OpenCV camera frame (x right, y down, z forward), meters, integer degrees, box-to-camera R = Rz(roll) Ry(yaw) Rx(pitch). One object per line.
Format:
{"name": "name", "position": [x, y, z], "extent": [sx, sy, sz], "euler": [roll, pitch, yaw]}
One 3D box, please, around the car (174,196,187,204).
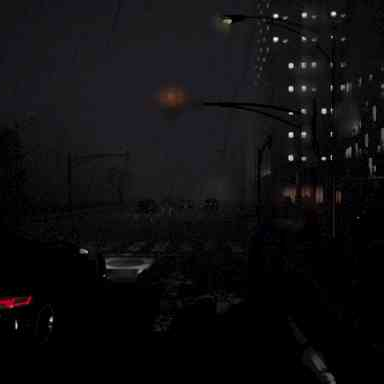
{"name": "car", "position": [-2.300, 1.547, 66.393], "extent": [2.033, 1.411, 5.357], "euler": [0, 0, 5]}

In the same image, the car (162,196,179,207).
{"name": "car", "position": [-3.584, 1.484, 51.103], "extent": [2.128, 1.511, 4.902], "euler": [0, 0, 5]}

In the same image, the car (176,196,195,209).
{"name": "car", "position": [-0.582, 1.594, 45.369], "extent": [1.895, 1.301, 4.718], "euler": [0, 0, 5]}

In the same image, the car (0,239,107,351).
{"name": "car", "position": [-3.024, 1.563, 6.236], "extent": [1.994, 1.385, 4.181], "euler": [0, 0, 1]}

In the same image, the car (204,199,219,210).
{"name": "car", "position": [2.442, 1.541, 42.365], "extent": [2.033, 1.411, 5.357], "euler": [0, 0, 4]}

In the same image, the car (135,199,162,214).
{"name": "car", "position": [-4.671, 1.469, 35.015], "extent": [1.882, 1.535, 5.008], "euler": [0, 0, 1]}

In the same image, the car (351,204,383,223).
{"name": "car", "position": [13.745, 1.446, 23.064], "extent": [4.718, 1.301, 1.895], "euler": [-1, 0, 2]}
